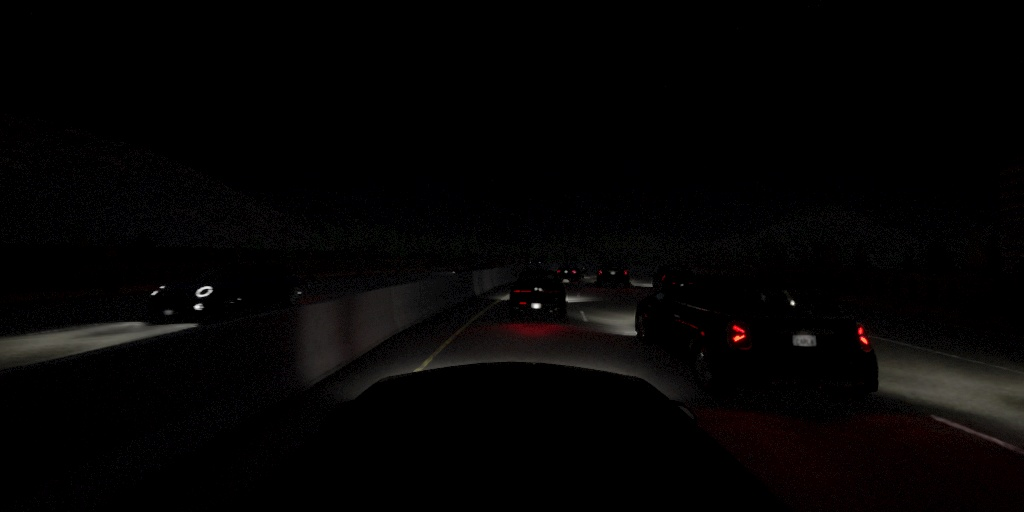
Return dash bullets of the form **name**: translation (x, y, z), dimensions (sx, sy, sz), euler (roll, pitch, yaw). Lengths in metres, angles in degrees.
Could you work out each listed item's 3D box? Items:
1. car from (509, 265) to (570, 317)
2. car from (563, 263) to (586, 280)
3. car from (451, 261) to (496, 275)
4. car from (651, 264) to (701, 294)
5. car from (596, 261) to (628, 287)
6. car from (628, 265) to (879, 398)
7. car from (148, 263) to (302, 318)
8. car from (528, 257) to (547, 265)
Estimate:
- **car**: translation (1.030, 1.256, 13.236), dimensions (1.837, 1.490, 4.892), euler (0, 0, 7)
- **car**: translation (5.138, 1.310, 31.039), dimensions (2.033, 1.411, 5.357), euler (0, 0, 19)
- **car**: translation (-3.082, 1.330, 28.661), dimensions (1.895, 1.301, 4.718), euler (0, 0, 17)
- **car**: translation (9.702, 1.289, 21.592), dimensions (1.837, 1.490, 4.892), euler (0, 0, 13)
- **car**: translation (7.033, 1.124, 25.070), dimensions (2.097, 1.767, 4.553), euler (0, 0, 15)
- **car**: translation (3.919, 1.117, 6.778), dimensions (2.097, 1.767, 4.553), euler (0, 0, 3)
- **car**: translation (-9.770, 1.058, 12.686), dimensions (2.097, 1.767, 4.553), euler (0, 0, 7)
- **car**: translation (4.235, 1.101, 58.545), dimensions (2.097, 1.767, 4.553), euler (0, 0, 21)
